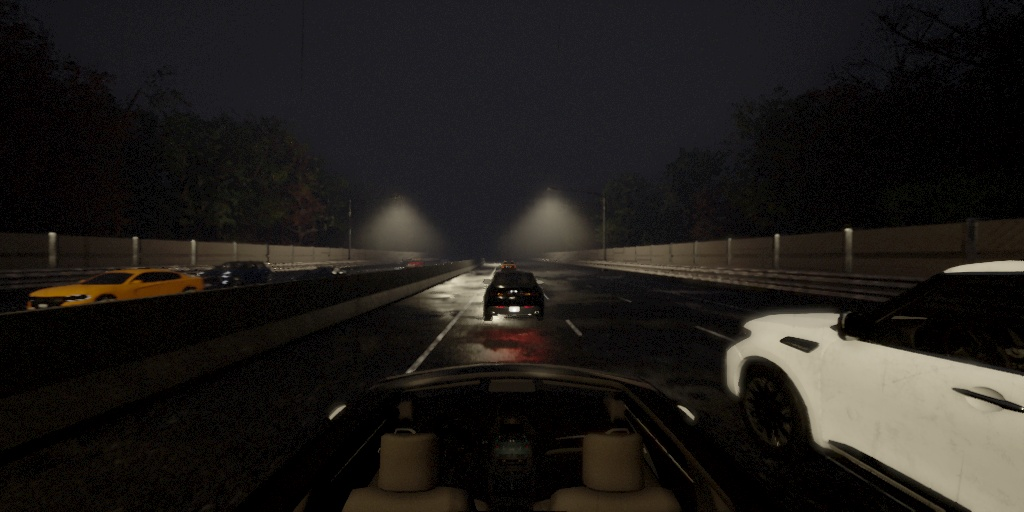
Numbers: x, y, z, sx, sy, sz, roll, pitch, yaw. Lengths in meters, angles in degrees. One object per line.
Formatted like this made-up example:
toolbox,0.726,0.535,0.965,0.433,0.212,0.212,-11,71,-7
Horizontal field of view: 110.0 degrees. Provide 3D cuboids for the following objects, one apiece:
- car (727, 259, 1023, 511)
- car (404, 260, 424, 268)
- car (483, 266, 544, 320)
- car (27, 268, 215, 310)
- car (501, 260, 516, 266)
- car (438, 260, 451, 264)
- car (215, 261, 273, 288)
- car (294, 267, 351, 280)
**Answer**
car,3.595,0.971,1.826,2.150,2.045,5.566,0,0,0
car,-14.909,1.290,55.818,1.812,1.442,4.674,0,0,-1
car,0.053,1.259,12.560,1.837,1.490,4.892,0,0,0
car,-14.151,1.232,13.305,1.882,1.535,5.008,0,0,0
car,-0.432,1.221,44.153,1.801,1.575,5.366,0,0,-1
car,-11.573,1.314,62.031,2.033,1.411,5.357,0,0,-1
car,-17.747,1.109,23.171,2.097,1.767,4.553,0,0,-1
car,-10.718,1.320,20.662,1.994,1.385,4.181,0,0,-1
